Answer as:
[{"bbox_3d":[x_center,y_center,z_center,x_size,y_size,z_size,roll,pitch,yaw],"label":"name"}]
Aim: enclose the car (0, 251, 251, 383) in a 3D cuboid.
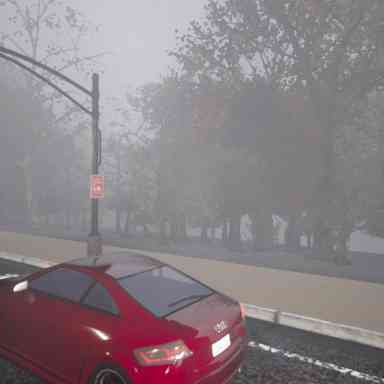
[{"bbox_3d":[-1.328,1.563,4.629,4.181,1.385,1.994,0,0,35],"label":"car"}]
